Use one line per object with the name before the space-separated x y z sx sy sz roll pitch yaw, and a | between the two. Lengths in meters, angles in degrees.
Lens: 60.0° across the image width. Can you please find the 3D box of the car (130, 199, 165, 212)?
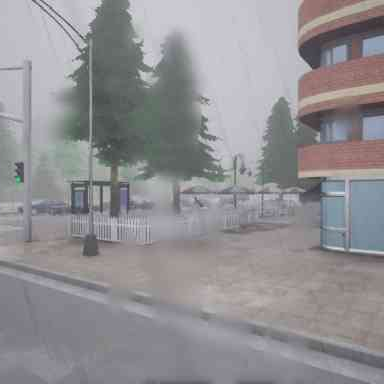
car | -5.796 1.545 38.933 1.895 1.301 4.718 0 0 37

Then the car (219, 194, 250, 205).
car | 7.111 1.166 55.599 5.566 2.045 2.150 0 0 -30

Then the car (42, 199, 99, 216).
car | -11.265 1.545 31.573 1.895 1.301 4.718 0 0 36

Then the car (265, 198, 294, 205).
car | 13.351 1.545 50.751 4.718 1.301 1.895 0 0 -26

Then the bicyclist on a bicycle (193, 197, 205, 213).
bicyclist on a bicycle | 0.424 1.245 27.312 1.656 1.620 0.582 0 0 36

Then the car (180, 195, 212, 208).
car | 0.816 1.508 46.492 4.181 1.385 1.994 0 0 -43

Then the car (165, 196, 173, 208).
car | -2.251 1.296 48.340 4.553 1.767 2.097 0 0 -43

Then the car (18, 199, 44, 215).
car | -14.562 1.422 32.967 1.882 1.535 5.008 0 0 36

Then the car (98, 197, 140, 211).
car | -8.844 1.422 40.638 1.882 1.535 5.008 0 0 38
